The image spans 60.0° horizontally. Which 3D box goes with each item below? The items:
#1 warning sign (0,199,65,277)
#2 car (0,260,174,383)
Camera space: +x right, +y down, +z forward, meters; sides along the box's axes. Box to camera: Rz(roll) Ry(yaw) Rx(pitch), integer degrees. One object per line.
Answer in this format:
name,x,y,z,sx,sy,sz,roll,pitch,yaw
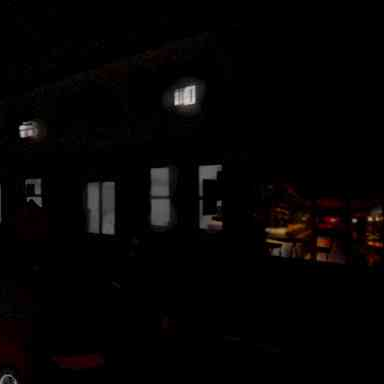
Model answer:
warning sign,-4.284,1.129,8.848,1.060,1.860,1.300,0,0,35
car,-2.143,1.589,4.402,4.206,1.307,1.802,0,0,35
